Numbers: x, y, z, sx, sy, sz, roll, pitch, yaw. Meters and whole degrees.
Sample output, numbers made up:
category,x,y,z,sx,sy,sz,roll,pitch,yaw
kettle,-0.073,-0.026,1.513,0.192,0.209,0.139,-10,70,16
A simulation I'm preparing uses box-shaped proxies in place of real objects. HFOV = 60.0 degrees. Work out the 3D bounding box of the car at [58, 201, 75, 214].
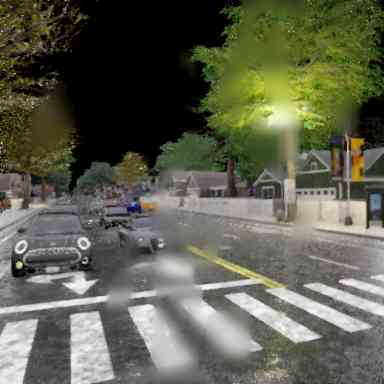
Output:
category,x,y,z,sx,sy,sz,roll,pitch,yaw
car,-15.269,1.880,40.719,1.812,1.442,4.674,-1,0,-20

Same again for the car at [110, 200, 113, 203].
category,x,y,z,sx,sy,sz,roll,pitch,yaw
car,-13.831,1.965,55.980,1.994,1.385,4.181,-1,0,-20

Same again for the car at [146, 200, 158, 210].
category,x,y,z,sx,sy,sz,roll,pitch,yaw
car,-5.861,1.739,43.617,1.882,1.535,5.008,-1,0,-20

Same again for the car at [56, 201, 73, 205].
category,x,y,z,sx,sy,sz,roll,pitch,yaw
car,-7.959,1.544,20.771,2.097,1.767,4.553,-1,0,-20

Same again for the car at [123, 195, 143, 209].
category,x,y,z,sx,sy,sz,roll,pitch,yaw
car,-9.531,1.564,53.433,2.150,2.045,5.566,-1,0,-20

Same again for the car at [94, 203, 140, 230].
category,x,y,z,sx,sy,sz,roll,pitch,yaw
car,-5.341,1.717,23.042,2.033,1.411,5.357,-1,0,-21

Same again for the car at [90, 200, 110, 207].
category,x,y,z,sx,sy,sz,roll,pitch,yaw
car,-10.867,1.801,38.098,1.837,1.490,4.892,-1,-1,-20

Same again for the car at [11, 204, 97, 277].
category,x,y,z,sx,sy,sz,roll,pitch,yaw
car,-4.368,1.459,10.835,2.097,1.767,4.553,-1,0,-19

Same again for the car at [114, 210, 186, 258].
category,x,y,z,sx,sy,sz,roll,pitch,yaw
car,-1.710,1.652,13.215,1.994,1.385,4.181,-1,0,-20

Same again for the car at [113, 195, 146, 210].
category,x,y,z,sx,sy,sz,roll,pitch,yaw
car,-7.269,1.476,38.217,2.150,2.045,5.566,-1,0,-20
